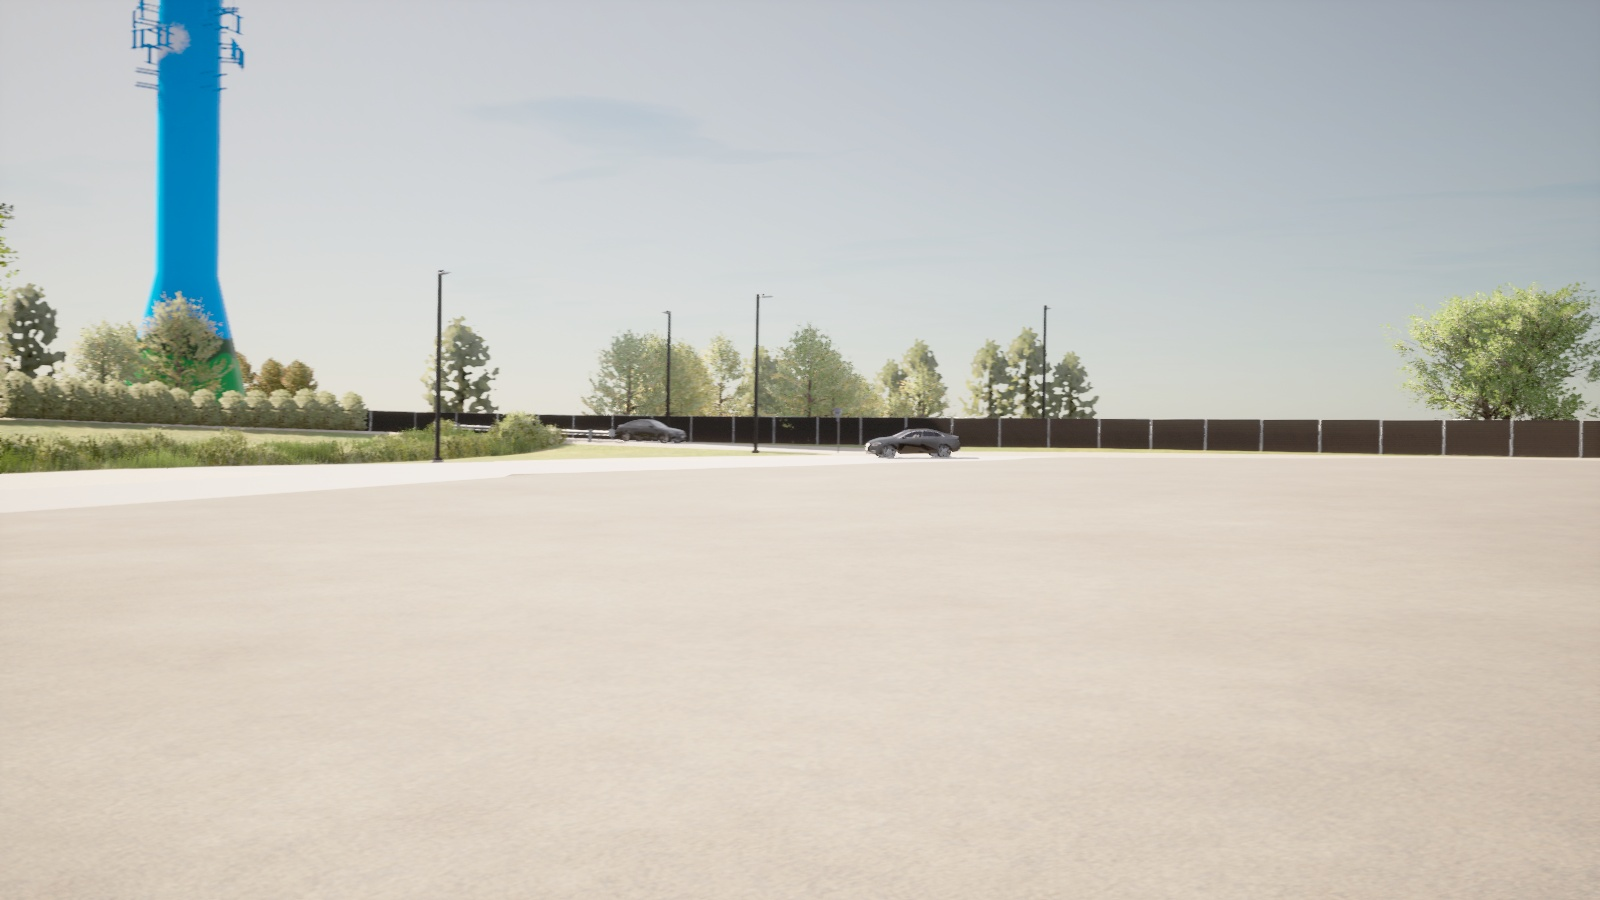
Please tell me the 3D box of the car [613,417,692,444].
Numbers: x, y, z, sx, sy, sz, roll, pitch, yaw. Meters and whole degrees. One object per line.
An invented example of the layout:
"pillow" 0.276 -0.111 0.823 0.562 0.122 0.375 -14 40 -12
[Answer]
"car" -9.329 -1.243 79.282 4.674 1.442 1.812 3 1 25

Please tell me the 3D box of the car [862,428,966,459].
"car" 5.805 -0.323 64.456 4.902 1.511 2.128 0 1 -10
